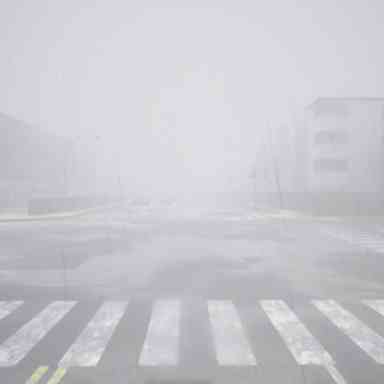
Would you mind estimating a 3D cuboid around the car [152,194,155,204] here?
[{"bbox_3d":[-7.407,1.200,56.628,1.812,1.442,4.674,0,0,-1],"label":"car"}]

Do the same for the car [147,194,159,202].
[{"bbox_3d":[-8.018,1.138,67.580,2.128,1.511,4.902,0,0,-10],"label":"car"}]

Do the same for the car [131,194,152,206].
[{"bbox_3d":[-7.388,1.077,47.974,2.097,1.767,4.553,0,0,0],"label":"car"}]

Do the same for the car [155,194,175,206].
[{"bbox_3d":[-3.893,1.248,48.376,1.812,1.442,4.674,0,1,0],"label":"car"}]
